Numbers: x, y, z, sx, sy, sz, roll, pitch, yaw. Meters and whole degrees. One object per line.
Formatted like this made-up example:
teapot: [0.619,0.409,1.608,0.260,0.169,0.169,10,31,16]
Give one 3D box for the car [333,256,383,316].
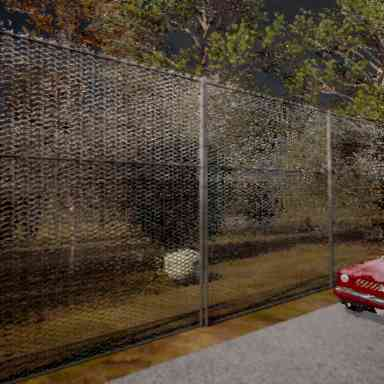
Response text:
car: [4.850,1.615,6.521,4.718,1.301,1.895,0,0,-35]
